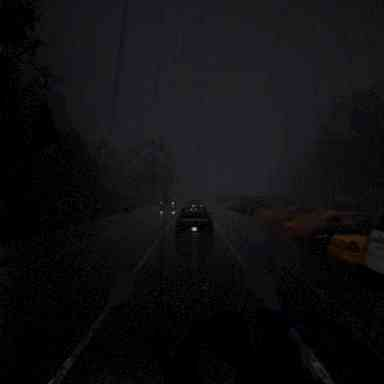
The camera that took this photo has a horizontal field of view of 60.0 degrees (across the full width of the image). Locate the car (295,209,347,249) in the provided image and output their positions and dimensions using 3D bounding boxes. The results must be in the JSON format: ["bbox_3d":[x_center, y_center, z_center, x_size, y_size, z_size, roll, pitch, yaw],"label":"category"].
[{"bbox_3d":[6.896,1.569,12.958,4.892,1.521,2.231,0,0,0],"label":"car"}]

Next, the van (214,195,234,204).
[{"bbox_3d":[7.286,1.692,76.781,4.442,1.987,1.878,0,-1,0],"label":"van"}]

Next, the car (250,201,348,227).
[{"bbox_3d":[6.772,1.545,21.408,5.366,1.575,1.946,0,0,0],"label":"car"}]

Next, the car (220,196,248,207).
[{"bbox_3d":[7.215,1.601,57.365,4.553,1.767,2.185,0,0,0],"label":"car"}]

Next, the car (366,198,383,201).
[{"bbox_3d":[20.130,1.568,32.208,5.008,1.535,2.097,0,0,0],"label":"car"}]

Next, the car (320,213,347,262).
[{"bbox_3d":[7.053,1.572,10.180,5.366,1.575,1.946,0,0,0],"label":"car"}]

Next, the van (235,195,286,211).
[{"bbox_3d":[7.185,1.367,35.156,4.442,1.987,1.878,0,0,0],"label":"van"}]

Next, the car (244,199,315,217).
[{"bbox_3d":[6.995,1.552,26.827,4.892,1.521,2.231,0,0,0],"label":"car"}]

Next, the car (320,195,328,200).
[{"bbox_3d":[20.185,1.384,43.289,5.566,2.045,2.435,0,0,0],"label":"car"}]

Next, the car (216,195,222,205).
[{"bbox_3d":[7.039,1.707,54.589,5.366,1.575,1.946,0,0,0],"label":"car"}]

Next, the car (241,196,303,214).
[{"bbox_3d":[7.055,1.436,29.606,4.553,1.767,2.185,0,0,0],"label":"car"}]

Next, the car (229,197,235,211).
[{"bbox_3d":[7.061,1.639,37.932,4.792,1.488,2.163,0,0,0],"label":"car"}]

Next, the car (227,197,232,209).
[{"bbox_3d":[7.083,1.656,40.708,4.792,1.488,2.163,0,0,0],"label":"car"}]

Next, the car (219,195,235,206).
[{"bbox_3d":[7.196,1.694,51.812,4.892,1.521,2.231,0,0,0],"label":"car"}]

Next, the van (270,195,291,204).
[{"bbox_3d":[20.364,1.681,76.515,4.442,1.987,1.878,0,-1,0],"label":"van"}]

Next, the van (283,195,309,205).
[{"bbox_3d":[20.509,1.544,65.574,4.442,1.987,1.878,0,0,0],"label":"van"}]

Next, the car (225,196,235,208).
[{"bbox_3d":[7.106,1.672,43.484,4.792,1.488,2.163,0,0,0],"label":"car"}]

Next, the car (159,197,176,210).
[{"bbox_3d":[-3.204,1.506,44.948,2.097,1.767,4.553,0,0,1],"label":"car"}]

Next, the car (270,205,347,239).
[{"bbox_3d":[6.726,1.557,15.735,5.366,1.575,1.946,0,0,0],"label":"car"}]

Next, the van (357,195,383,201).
[{"bbox_3d":[20.263,1.359,34.978,4.442,1.987,1.878,0,0,0],"label":"van"}]

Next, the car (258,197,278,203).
[{"bbox_3d":[20.588,2.216,90.480,5.008,1.535,2.097,0,-1,0],"label":"car"}]

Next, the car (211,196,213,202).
[{"bbox_3d":[7.386,1.559,71.246,5.566,2.045,2.435,0,0,0],"label":"car"}]

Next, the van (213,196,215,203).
[{"bbox_3d":[7.219,1.568,68.471,4.442,1.987,1.878,0,0,0],"label":"van"}]

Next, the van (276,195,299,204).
[{"bbox_3d":[20.321,1.578,71.124,4.442,1.987,1.878,0,-1,0],"label":"van"}]

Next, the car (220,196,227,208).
[{"bbox_3d":[6.972,1.657,46.262,5.366,1.575,1.946,0,0,0],"label":"car"}]

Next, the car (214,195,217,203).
[{"bbox_3d":[7.286,1.760,62.916,5.008,1.535,2.097,0,0,0],"label":"car"}]

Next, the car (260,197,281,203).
[{"bbox_3d":[20.565,2.152,87.585,5.008,1.535,2.097,0,-1,0],"label":"car"}]

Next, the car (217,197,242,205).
[{"bbox_3d":[7.316,1.817,65.692,4.674,1.452,2.002,0,0,0],"label":"car"}]

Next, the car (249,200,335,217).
[{"bbox_3d":[7.164,1.543,24.058,5.366,1.575,1.946,0,0,0],"label":"car"}]

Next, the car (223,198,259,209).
[{"bbox_3d":[7.186,1.677,49.036,4.892,1.521,2.231,0,0,0],"label":"car"}]

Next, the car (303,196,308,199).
[{"bbox_3d":[20.284,1.726,51.723,4.674,1.452,2.002,0,0,0],"label":"car"}]

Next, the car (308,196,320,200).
[{"bbox_3d":[20.253,1.669,48.829,5.008,1.535,2.097,0,0,0],"label":"car"}]

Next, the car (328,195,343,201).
[{"bbox_3d":[20.163,1.367,40.519,5.566,2.045,2.435,0,0,0],"label":"car"}]

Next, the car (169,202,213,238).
[{"bbox_3d":[0.120,1.535,18.111,2.128,1.511,4.902,0,0,0],"label":"car"}]

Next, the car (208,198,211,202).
[{"bbox_3d":[7.497,2.163,87.877,5.008,1.535,2.097,0,-1,0],"label":"car"}]

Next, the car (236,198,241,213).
[{"bbox_3d":[7.075,1.605,32.379,4.792,1.488,2.163,0,0,0],"label":"car"}]

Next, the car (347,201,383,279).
[{"bbox_3d":[6.873,1.331,7.404,5.566,2.045,2.435,0,0,0],"label":"car"}]

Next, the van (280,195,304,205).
[{"bbox_3d":[20.530,1.560,68.219,4.442,1.987,1.878,0,0,0],"label":"van"}]

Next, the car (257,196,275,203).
[{"bbox_3d":[20.583,2.149,93.128,4.553,1.767,2.185,0,-1,0],"label":"car"}]

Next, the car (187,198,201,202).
[{"bbox_3d":[0.181,1.460,35.447,2.097,1.767,4.553,0,0,0],"label":"car"}]

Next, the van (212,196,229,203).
[{"bbox_3d":[7.631,1.999,90.657,4.442,1.987,1.878,0,-1,0],"label":"van"}]

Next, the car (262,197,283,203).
[{"bbox_3d":[20.542,2.092,84.816,4.892,1.521,2.231,0,-1,0],"label":"car"}]

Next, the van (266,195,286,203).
[{"bbox_3d":[20.642,1.804,82.051,4.442,1.987,1.878,0,-1,0],"label":"van"}]

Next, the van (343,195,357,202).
[{"bbox_3d":[20.052,1.376,37.750,4.442,1.987,1.878,0,0,0],"label":"van"}]
